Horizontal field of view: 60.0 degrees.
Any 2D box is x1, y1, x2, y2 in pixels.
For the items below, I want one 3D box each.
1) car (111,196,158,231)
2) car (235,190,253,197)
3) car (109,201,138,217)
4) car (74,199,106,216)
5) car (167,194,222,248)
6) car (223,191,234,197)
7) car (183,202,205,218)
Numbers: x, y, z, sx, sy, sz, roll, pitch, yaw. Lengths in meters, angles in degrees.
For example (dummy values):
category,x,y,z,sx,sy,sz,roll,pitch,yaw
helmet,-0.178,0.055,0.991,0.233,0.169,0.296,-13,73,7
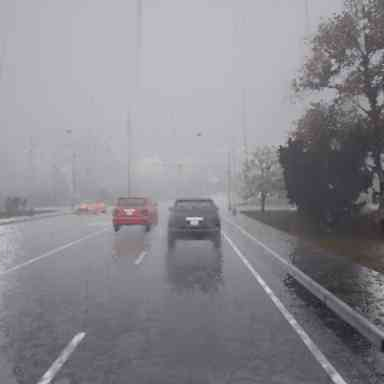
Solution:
category,x,y,z,sx,sy,sz,roll,pitch,yaw
car,-3.403,1.267,20.830,2.150,2.045,5.566,0,0,0
car,14.481,0.736,92.801,1.895,1.301,4.718,0,3,30
car,-6.870,1.685,33.966,1.994,1.385,4.181,0,0,2
car,-10.367,1.473,34.045,2.097,1.767,4.553,0,0,2
car,0.084,1.246,15.052,2.150,2.045,5.566,0,0,0
car,11.353,0.511,94.381,2.097,1.767,4.553,0,3,30
car,0.253,1.675,32.647,1.994,1.385,4.181,0,0,1
